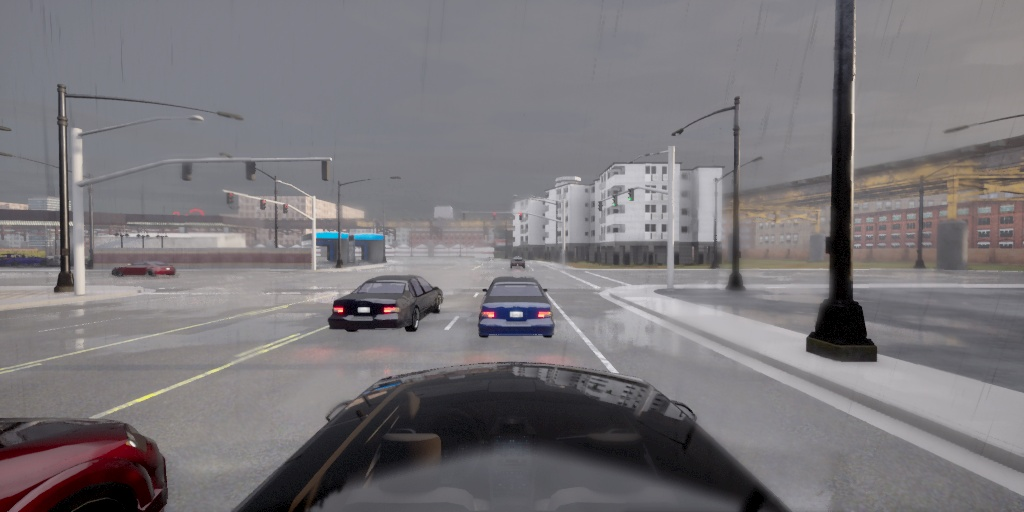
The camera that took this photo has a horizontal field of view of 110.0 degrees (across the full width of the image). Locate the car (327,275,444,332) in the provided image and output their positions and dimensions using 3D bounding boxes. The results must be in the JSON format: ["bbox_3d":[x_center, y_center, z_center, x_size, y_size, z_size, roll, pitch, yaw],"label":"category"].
[{"bbox_3d":[-3.405,1.273,10.742,2.033,1.411,5.357,0,0,0],"label":"car"}]

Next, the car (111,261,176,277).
[{"bbox_3d":[-31.804,1.083,31.020,4.181,1.385,1.994,0,1,0],"label":"car"}]

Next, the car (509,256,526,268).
[{"bbox_3d":[0.711,0.777,45.771,1.837,1.490,4.892,0,1,0],"label":"car"}]

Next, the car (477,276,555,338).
[{"bbox_3d":[0.091,1.279,10.140,2.033,1.411,5.357,0,0,0],"label":"car"}]

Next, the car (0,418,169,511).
[{"bbox_3d":[-3.395,1.314,0.746,1.994,1.385,4.181,0,0,0],"label":"car"}]
